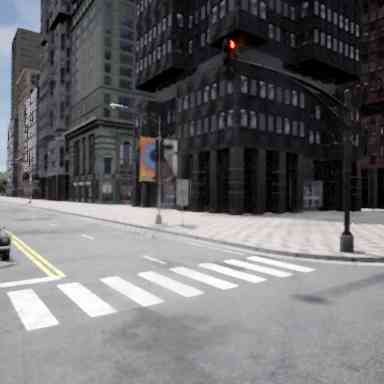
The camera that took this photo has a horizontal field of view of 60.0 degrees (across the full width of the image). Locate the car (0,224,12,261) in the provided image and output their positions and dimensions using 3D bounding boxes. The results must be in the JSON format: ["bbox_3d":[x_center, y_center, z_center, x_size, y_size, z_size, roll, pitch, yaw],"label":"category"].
[{"bbox_3d":[-7.595,1.598,11.642,1.895,1.301,4.718,1,0,-35],"label":"car"}]
